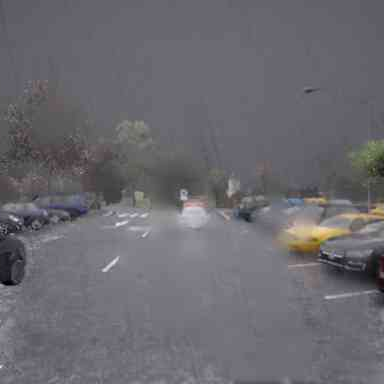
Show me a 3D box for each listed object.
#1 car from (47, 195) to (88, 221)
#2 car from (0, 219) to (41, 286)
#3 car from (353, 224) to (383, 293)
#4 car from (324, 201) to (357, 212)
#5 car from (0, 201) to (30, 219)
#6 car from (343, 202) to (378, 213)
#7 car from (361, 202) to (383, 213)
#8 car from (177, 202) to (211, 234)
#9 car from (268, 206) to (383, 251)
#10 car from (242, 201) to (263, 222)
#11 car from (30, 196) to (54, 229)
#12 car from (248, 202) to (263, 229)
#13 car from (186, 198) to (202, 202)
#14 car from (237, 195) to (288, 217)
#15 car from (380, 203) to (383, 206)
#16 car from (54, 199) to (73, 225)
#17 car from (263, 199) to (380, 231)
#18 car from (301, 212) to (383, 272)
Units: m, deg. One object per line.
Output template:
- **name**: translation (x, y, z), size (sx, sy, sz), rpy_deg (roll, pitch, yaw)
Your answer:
- **car**: translation (-10.982, 1.244, 25.877), size (5.566, 2.045, 2.435), rpy_deg (-1, 0, -20)
- **car**: translation (-5.102, 1.528, 6.730), size (1.812, 1.442, 4.674), rpy_deg (0, 0, 0)
- **car**: translation (6.021, 1.519, 6.722), size (4.792, 1.488, 2.163), rpy_deg (1, 0, -20)
- **car**: translation (24.677, 2.430, 55.565), size (2.231, 1.521, 4.892), rpy_deg (2, -1, -21)
- **car**: translation (-10.986, 1.367, 16.820), size (4.553, 1.767, 2.185), rpy_deg (-1, 0, -20)
- **car**: translation (28.070, 2.534, 55.598), size (2.231, 1.521, 4.892), rpy_deg (2, -1, -21)
- **car**: translation (31.390, 2.633, 55.821), size (1.946, 1.575, 5.366), rpy_deg (2, -1, -21)
- **car**: translation (0.092, 1.532, 19.226), size (1.812, 1.442, 4.674), rpy_deg (0, 0, 0)
- **car**: translation (5.825, 1.486, 12.554), size (5.366, 1.575, 1.946), rpy_deg (1, 0, -20)
- **car**: translation (5.992, 1.534, 21.500), size (4.674, 1.452, 2.002), rpy_deg (1, 0, -20)
- **car**: translation (-10.927, 1.367, 19.858), size (4.553, 1.767, 2.185), rpy_deg (-1, 0, -20)
- **car**: translation (5.998, 1.494, 18.542), size (4.892, 1.521, 2.231), rpy_deg (1, 0, -20)
- **car**: translation (0.271, 1.378, 34.092), size (2.097, 1.767, 4.553), rpy_deg (0, 0, 3)
- **car**: translation (6.017, 1.244, 24.476), size (5.566, 2.045, 2.435), rpy_deg (1, 0, -20)
- **car**: translation (22.449, 2.308, 37.227), size (1.946, 1.575, 5.366), rpy_deg (2, 1, -21)
- **car**: translation (-10.963, 1.495, 22.873), size (4.892, 1.521, 2.231), rpy_deg (-1, 0, -20)
- **car**: translation (6.026, 1.367, 15.592), size (4.553, 1.767, 2.185), rpy_deg (1, 0, -20)
- **car**: translation (5.998, 1.491, 9.671), size (4.892, 1.521, 2.231), rpy_deg (1, 0, -20)
